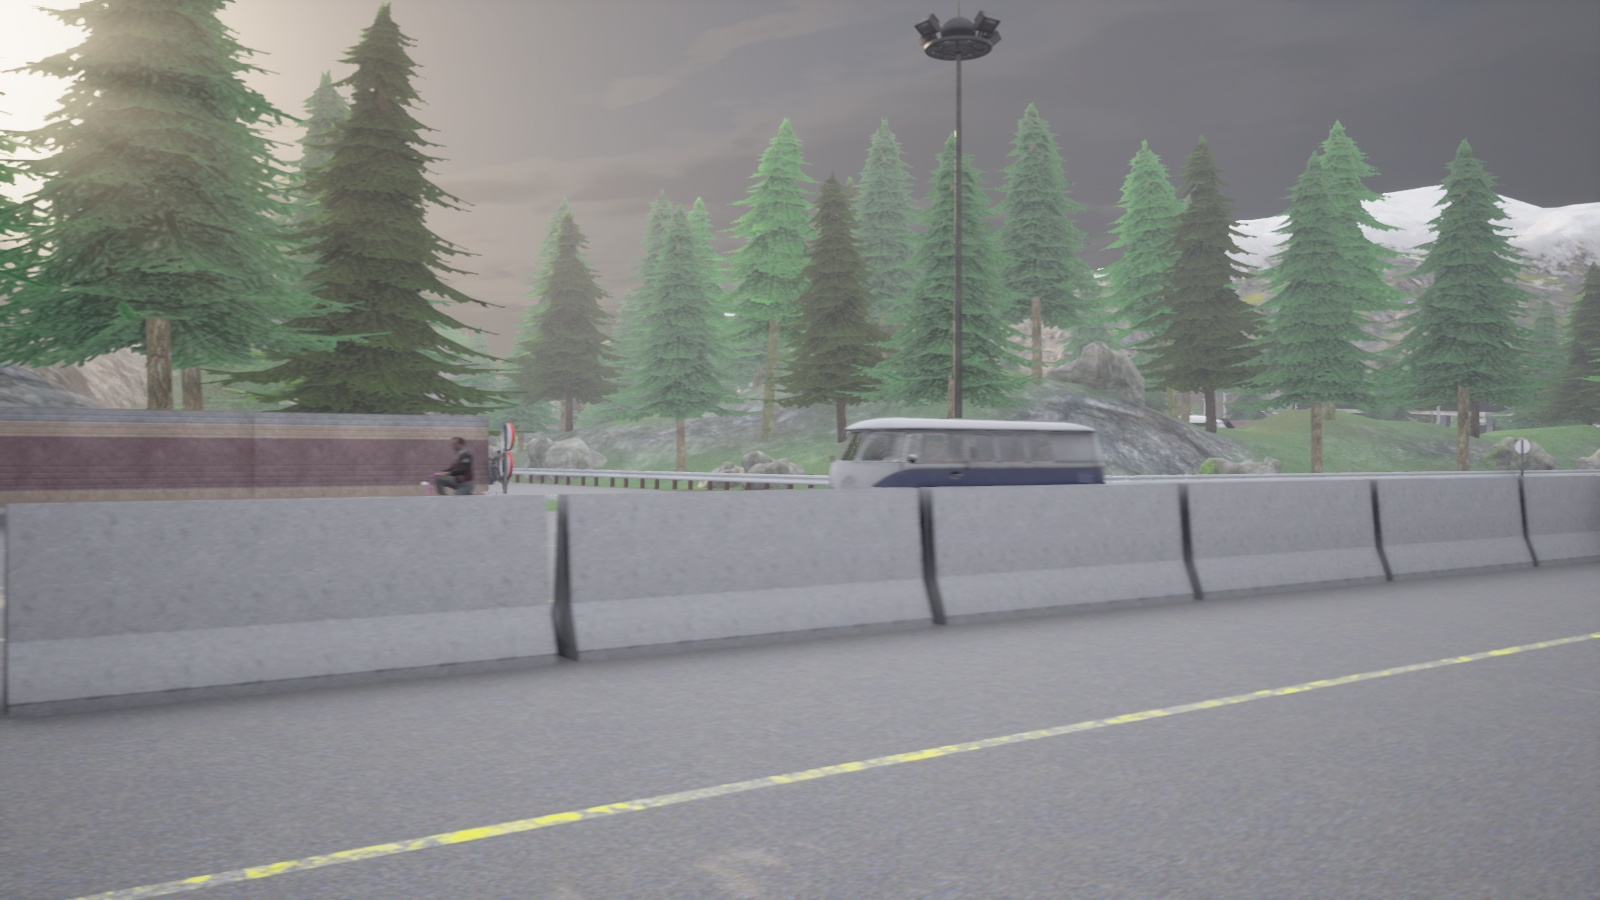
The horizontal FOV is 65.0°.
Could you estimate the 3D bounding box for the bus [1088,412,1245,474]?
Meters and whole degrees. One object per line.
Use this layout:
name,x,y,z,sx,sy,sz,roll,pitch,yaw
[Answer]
bus,26.596,-0.480,91.357,10.273,4.253,3.944,0,0,32

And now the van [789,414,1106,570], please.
van,2.184,0.536,17.970,4.442,1.987,1.775,0,0,-35

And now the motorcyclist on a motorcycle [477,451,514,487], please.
motorcyclist on a motorcycle,-13.981,0.861,57.601,0.766,1.649,2.350,0,0,-37
